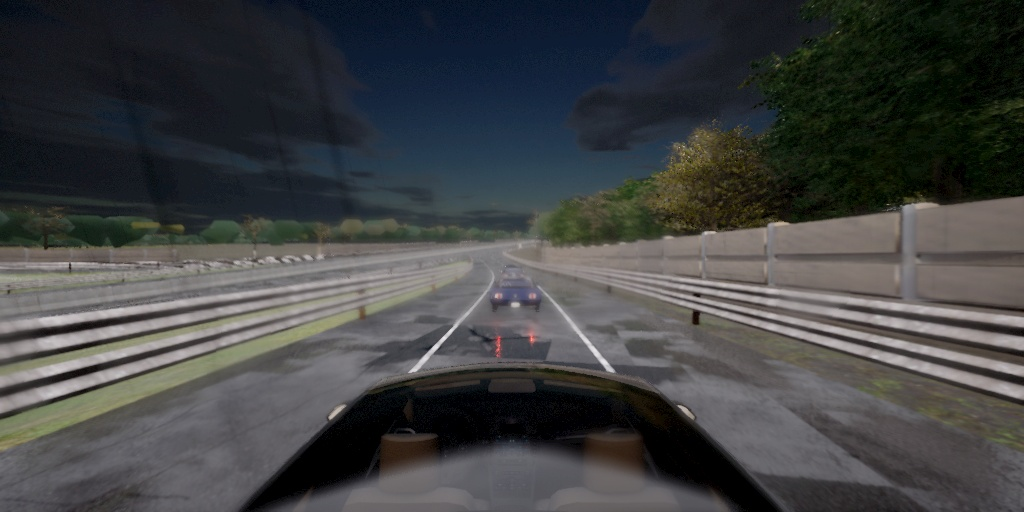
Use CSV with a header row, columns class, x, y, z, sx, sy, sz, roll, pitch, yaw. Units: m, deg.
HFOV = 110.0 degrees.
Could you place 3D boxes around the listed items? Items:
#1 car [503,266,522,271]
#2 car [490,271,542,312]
class,x,y,z,sx,sy,sz,roll,pitch,yaw
car,0.067,1.535,29.318,2.033,1.411,5.357,0,0,-1
car,0.169,1.467,14.956,1.895,1.301,4.718,0,0,1
